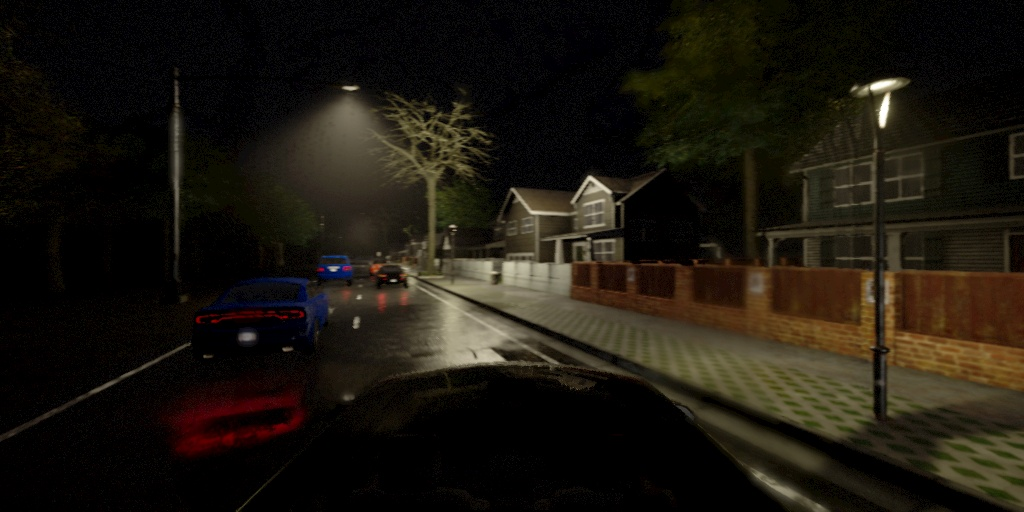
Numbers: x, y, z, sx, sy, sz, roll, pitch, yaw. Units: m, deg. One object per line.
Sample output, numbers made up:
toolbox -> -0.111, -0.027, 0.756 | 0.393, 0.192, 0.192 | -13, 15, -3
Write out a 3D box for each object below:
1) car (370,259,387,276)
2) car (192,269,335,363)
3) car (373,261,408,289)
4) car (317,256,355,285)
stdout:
car -> -14.257, 1.152, 38.886 | 2.097, 1.767, 4.553 | 0, 0, -22
car -> -5.487, 1.245, 8.456 | 1.882, 1.535, 5.008 | 0, 0, -22
car -> -7.977, 1.306, 23.638 | 1.812, 1.442, 4.674 | 0, 0, -22
car -> -12.659, 1.018, 25.855 | 2.150, 2.045, 5.566 | 0, 0, -22
